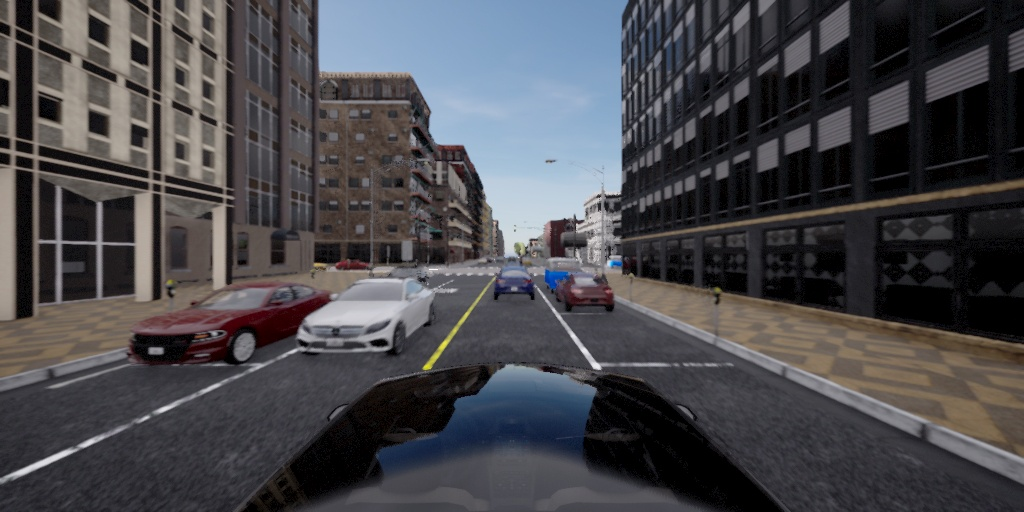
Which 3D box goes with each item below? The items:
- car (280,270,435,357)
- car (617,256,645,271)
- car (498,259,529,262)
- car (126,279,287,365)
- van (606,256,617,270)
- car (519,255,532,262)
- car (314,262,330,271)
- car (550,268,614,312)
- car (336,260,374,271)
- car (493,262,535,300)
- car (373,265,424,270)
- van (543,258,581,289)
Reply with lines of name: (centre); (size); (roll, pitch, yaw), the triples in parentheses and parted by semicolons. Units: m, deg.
car: (-3.099, 1.239, 8.609); (1.812, 1.442, 4.674); (0, 0, 0)
car: (14.921, 0.901, 40.216); (5.009, 1.841, 2.192); (0, 0, 0)
car: (0.094, 1.174, 28.780); (1.994, 1.385, 4.181); (0, 0, 0)
car: (-5.690, 1.262, 7.981); (1.888, 1.381, 4.507); (0, 0, 0)
van: (14.899, 0.923, 48.596); (3.998, 1.789, 1.690); (0, 0, 0)
car: (2.693, 0.977, 64.288); (1.751, 1.417, 4.829); (0, 0, 0)
car: (-22.958, 1.014, 40.126); (4.829, 1.417, 1.751); (0, 0, 0)
car: (2.658, 1.268, 13.643); (1.802, 1.307, 4.207); (0, 0, 0)
car: (-17.465, 1.081, 40.139); (4.207, 1.307, 1.802); (0, 0, 0)
car: (0.099, 1.195, 17.115); (1.812, 1.442, 4.674); (0, 0, 0)
car: (-5.689, 1.223, 19.358); (1.948, 1.339, 4.313); (0, 0, 0)
van: (2.658, 0.998, 19.332); (1.690, 1.789, 3.998); (0, 0, 0)
